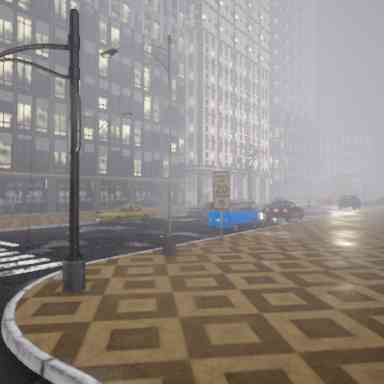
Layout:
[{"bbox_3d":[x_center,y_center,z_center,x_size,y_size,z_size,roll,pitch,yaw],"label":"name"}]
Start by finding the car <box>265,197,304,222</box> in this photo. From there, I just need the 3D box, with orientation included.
[{"bbox_3d":[7.574,1.467,26.884,1.967,1.590,4.097,0,0,38],"label":"car"}]

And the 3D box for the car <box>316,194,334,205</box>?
[{"bbox_3d":[25.064,1.372,62.565,2.192,1.841,5.009,0,0,38],"label":"car"}]

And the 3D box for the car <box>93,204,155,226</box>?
[{"bbox_3d":[-4.776,1.530,23.960,1.752,1.417,4.829,0,0,38],"label":"car"}]

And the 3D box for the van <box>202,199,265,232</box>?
[{"bbox_3d":[2.616,1.362,20.251,1.690,1.788,3.998,0,0,38],"label":"van"}]

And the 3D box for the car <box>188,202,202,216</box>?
[{"bbox_3d":[1.327,1.594,31.687,1.802,1.307,4.206,0,0,38],"label":"car"}]

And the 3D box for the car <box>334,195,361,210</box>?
[{"bbox_3d":[21.138,1.364,44.528,2.192,1.841,5.009,0,0,38],"label":"car"}]

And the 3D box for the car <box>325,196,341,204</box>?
[{"bbox_3d":[28.454,1.616,66.975,2.008,1.369,4.403,0,0,38],"label":"car"}]

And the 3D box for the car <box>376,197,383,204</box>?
[{"bbox_3d":[38.091,1.654,66.582,1.947,1.339,4.313,0,0,38],"label":"car"}]
